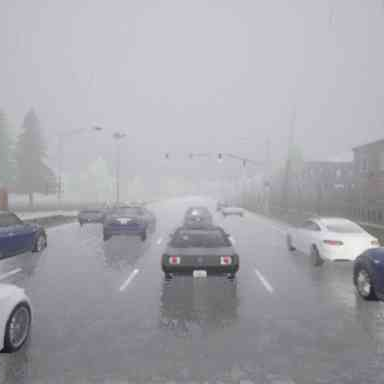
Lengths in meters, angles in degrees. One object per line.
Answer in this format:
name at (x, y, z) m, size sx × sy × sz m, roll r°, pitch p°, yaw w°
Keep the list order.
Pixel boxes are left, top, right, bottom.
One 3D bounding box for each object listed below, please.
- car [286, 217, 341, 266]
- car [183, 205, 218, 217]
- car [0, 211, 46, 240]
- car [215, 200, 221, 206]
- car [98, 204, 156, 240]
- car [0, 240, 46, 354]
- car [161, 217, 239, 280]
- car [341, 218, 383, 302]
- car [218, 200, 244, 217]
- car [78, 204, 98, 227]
car at (4.697, 1.593, 11.621) m, size 1.812 × 1.442 × 4.674 m, roll 0°, pitch 0°, yaw 1°
car at (0.386, 1.668, 21.661) m, size 2.033 × 1.411 × 5.357 m, roll 0°, pitch 0°, yaw 1°
car at (-6.761, 1.411, 11.181) m, size 2.097 × 1.767 × 4.553 m, roll 0°, pitch 0°, yaw 1°
car at (4.097, 1.791, 43.579) m, size 2.033 × 1.411 × 5.357 m, roll 0°, pitch 0°, yaw 1°
car at (-3.169, 1.450, 17.723) m, size 2.097 × 1.767 × 4.553 m, roll 0°, pitch 0°, yaw 1°
car at (-3.372, 1.543, 3.214) m, size 1.812 × 1.442 × 4.674 m, roll 0°, pitch -1°, yaw 1°
car at (0.225, 1.658, 10.081) m, size 1.895 × 1.301 × 4.718 m, roll 0°, pitch 0°, yaw 1°
car at (4.611, 1.385, 5.593) m, size 2.097 × 1.767 × 4.553 m, roll 0°, pitch 0°, yaw 1°
car at (4.001, 1.789, 33.592) m, size 1.895 × 1.301 × 4.718 m, roll 0°, pitch 0°, yaw 1°
car at (-6.583, 1.622, 23.884) m, size 2.128 × 1.511 × 4.902 m, roll 0°, pitch 0°, yaw 1°
